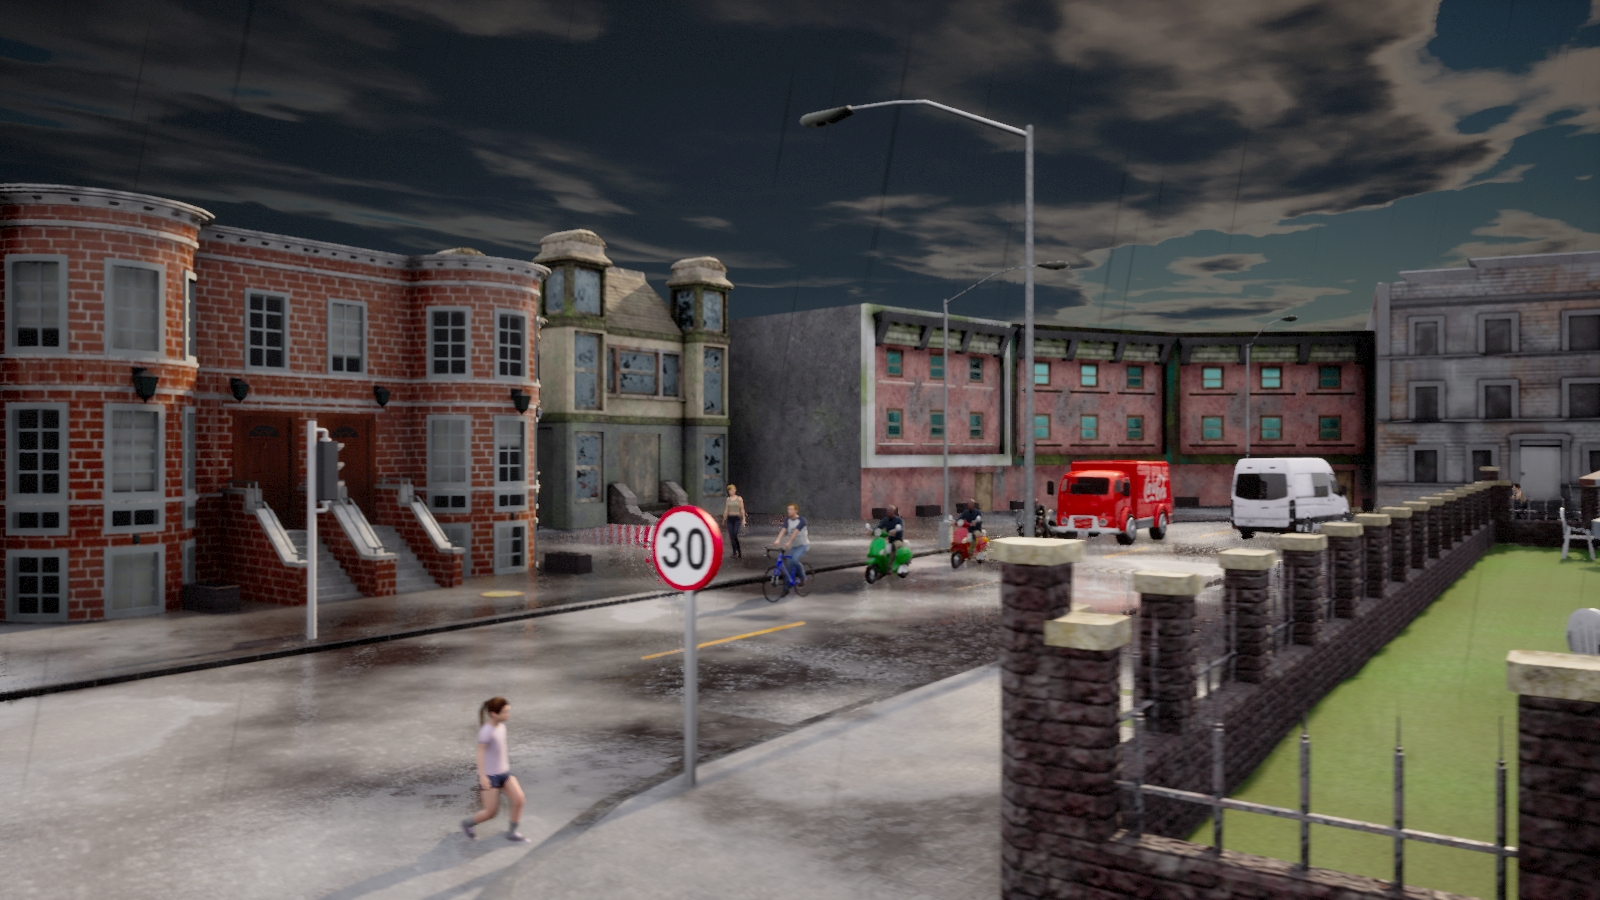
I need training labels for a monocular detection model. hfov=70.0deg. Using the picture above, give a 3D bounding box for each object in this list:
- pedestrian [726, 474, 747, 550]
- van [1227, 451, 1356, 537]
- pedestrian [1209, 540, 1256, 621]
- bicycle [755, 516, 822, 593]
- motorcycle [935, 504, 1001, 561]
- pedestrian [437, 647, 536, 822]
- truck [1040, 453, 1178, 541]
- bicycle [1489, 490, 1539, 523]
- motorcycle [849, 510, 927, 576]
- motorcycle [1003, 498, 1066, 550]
[{"bbox_3d":[-1.569,1.525,28.171,0.375,1.860,0.375,0,0,24],"label":"pedestrian"},{"bbox_3d":[15.927,1.316,36.799,1.988,2.561,5.915,-1,-1,42],"label":"van"},{"bbox_3d":[6.323,1.897,16.688,0.500,1.100,0.500,0,0,41],"label":"pedestrian"},{"bbox_3d":[-0.203,1.936,21.421,0.373,1.296,1.643,0,0,35],"label":"bicycle"},{"bbox_3d":[4.064,1.962,27.504,0.856,1.236,1.805,0,0,35],"label":"motorcycle"},{"bbox_3d":[-2.231,2.008,8.162,0.500,1.100,0.500,0,0,16],"label":"pedestrian"},{"bbox_3d":[9.647,1.348,35.352,2.627,2.467,5.204,0,0,33],"label":"truck"},{"bbox_3d":[25.840,2.037,41.364,1.487,1.080,0.859,0,2,28],"label":"bicycle"},{"bbox_3d":[1.889,1.962,24.408,0.856,1.236,1.805,0,0,35],"label":"motorcycle"},{"bbox_3d":[6.365,1.985,30.899,0.867,1.251,2.209,0,0,35],"label":"motorcycle"}]
